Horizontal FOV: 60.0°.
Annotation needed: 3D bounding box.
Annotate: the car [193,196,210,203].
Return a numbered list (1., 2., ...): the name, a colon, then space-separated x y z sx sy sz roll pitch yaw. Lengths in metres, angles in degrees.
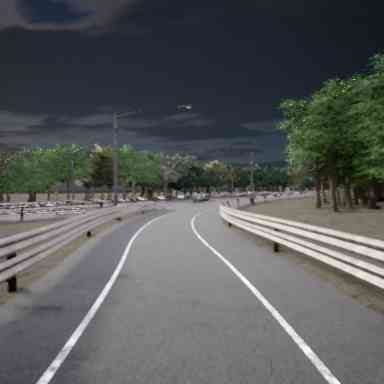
1. car: 2.034 1.606 70.966 1.812 1.442 4.674 0 1 35

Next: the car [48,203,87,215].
1. car: -16.483 2.190 44.753 2.033 1.411 5.357 0 1 35

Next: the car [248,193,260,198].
1. car: 17.173 1.103 92.393 2.128 1.511 4.902 0 1 35
